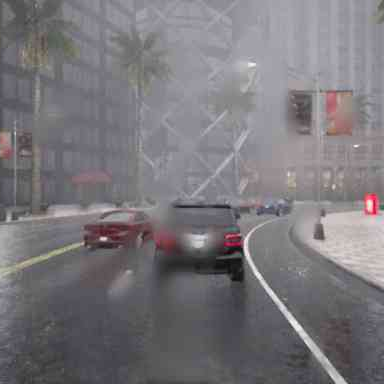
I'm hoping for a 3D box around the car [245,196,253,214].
[{"bbox_3d":[4.218,1.324,32.031,2.097,1.767,4.553,0,0,33],"label":"car"}]

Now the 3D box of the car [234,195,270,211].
[{"bbox_3d":[7.546,1.315,41.515,4.553,1.767,2.097,0,0,-41],"label":"car"}]

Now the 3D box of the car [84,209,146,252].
[{"bbox_3d":[-2.727,1.465,13.934,1.882,1.535,5.008,0,0,8],"label":"car"}]

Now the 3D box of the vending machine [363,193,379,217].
[{"bbox_3d":[16.400,1.169,30.423,1.100,2.100,0.880,0,0,45],"label":"vending machine"}]

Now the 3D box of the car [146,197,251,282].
[{"bbox_3d":[0.292,1.215,9.921,2.150,2.045,5.566,0,0,3],"label":"car"}]

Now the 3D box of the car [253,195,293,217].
[{"bbox_3d":[7.816,1.324,31.150,2.097,1.767,4.553,0,0,34],"label":"car"}]

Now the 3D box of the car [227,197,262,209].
[{"bbox_3d":[7.248,1.464,45.835,4.892,1.490,1.837,0,-1,-37],"label":"car"}]
